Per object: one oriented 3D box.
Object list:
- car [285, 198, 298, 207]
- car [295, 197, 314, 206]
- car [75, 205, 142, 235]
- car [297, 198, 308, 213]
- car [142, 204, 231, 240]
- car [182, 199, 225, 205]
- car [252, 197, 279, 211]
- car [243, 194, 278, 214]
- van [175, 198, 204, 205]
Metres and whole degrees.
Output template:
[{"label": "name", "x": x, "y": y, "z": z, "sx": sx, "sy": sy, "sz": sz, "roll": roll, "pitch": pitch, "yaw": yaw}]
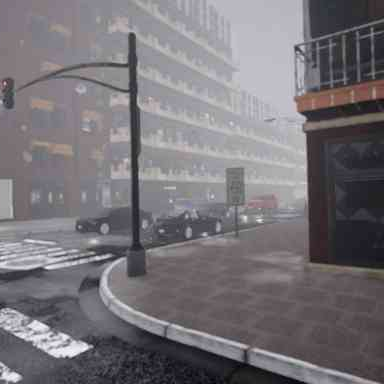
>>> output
[{"label": "car", "x": 16.105, "y": 1.612, "z": 52.659, "sx": 1.752, "sy": 1.417, "sz": 4.829, "roll": -2, "pitch": -1, "yaw": 36}, {"label": "car", "x": 19.448, "y": 1.643, "z": 57.327, "sx": 1.947, "sy": 1.339, "sz": 4.313, "roll": -2, "pitch": -1, "yaw": 36}, {"label": "car", "x": -4.495, "y": 1.574, "z": 19.647, "sx": 1.882, "sy": 1.535, "sz": 5.008, "roll": -2, "pitch": -1, "yaw": 36}, {"label": "car", "x": 12.886, "y": 1.466, "z": 34.625, "sx": 1.947, "sy": 1.339, "sz": 4.313, "roll": -2, "pitch": -1, "yaw": 36}, {"label": "car", "x": -0.084, "y": 1.498, "z": 16.506, "sx": 2.008, "sy": 1.369, "sz": 4.403, "roll": -2, "pitch": -1, "yaw": 36}, {"label": "car", "x": 1.555, "y": 1.578, "z": 28.095, "sx": 1.837, "sy": 1.490, "sz": 4.892, "roll": -2, "pitch": -1, "yaw": 35}, {"label": "car", "x": 9.718, "y": 1.547, "z": 43.740, "sx": 1.967, "sy": 1.590, "sz": 4.097, "roll": -2, "pitch": -1, "yaw": 36}, {"label": "car", "x": 7.641, "y": 1.273, "z": 36.602, "sx": 2.150, "sy": 2.045, "sz": 5.566, "roll": -2, "pitch": -1, "yaw": 36}, {"label": "van", "x": -0.011, "y": 1.480, "z": 30.151, "sx": 1.690, "sy": 1.788, "sz": 3.998, "roll": -2, "pitch": -1, "yaw": 36}]
